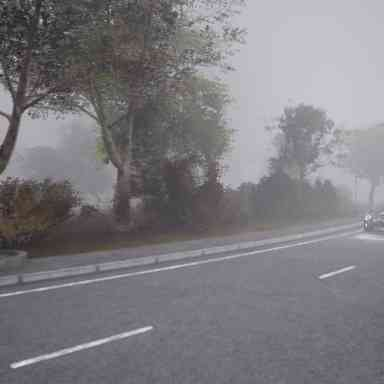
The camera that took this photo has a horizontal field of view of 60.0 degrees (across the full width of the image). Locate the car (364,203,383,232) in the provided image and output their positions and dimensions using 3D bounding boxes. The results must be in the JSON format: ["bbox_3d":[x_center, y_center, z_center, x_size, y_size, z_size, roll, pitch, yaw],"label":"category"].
[{"bbox_3d":[11.650,1.402,19.334,2.097,1.767,4.553,0,0,43],"label":"car"}]
